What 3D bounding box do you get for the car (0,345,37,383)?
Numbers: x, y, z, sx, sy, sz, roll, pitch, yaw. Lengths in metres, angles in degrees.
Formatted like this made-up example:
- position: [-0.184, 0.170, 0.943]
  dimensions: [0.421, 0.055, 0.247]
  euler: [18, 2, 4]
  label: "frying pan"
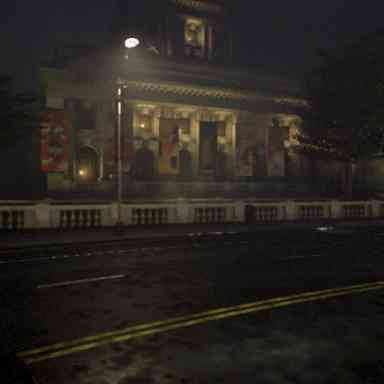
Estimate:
- position: [-3.215, 1.484, 1.269]
  dimensions: [4.902, 1.511, 2.128]
  euler: [0, 0, -37]
  label: "car"
